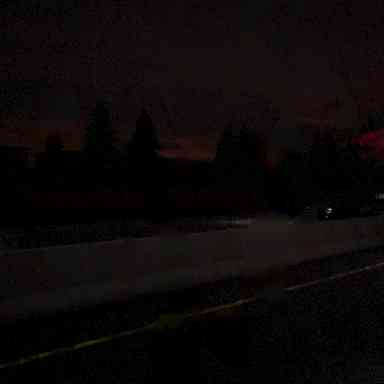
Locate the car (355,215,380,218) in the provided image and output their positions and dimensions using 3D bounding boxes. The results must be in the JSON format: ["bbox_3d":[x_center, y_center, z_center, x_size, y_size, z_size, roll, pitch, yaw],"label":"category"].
[{"bbox_3d":[12.911,1.464,21.814,4.181,1.385,1.994,0,0,-36],"label":"car"}]

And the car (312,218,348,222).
[{"bbox_3d":[10.302,1.255,24.250,4.553,1.767,2.097,0,0,-36],"label":"car"}]
